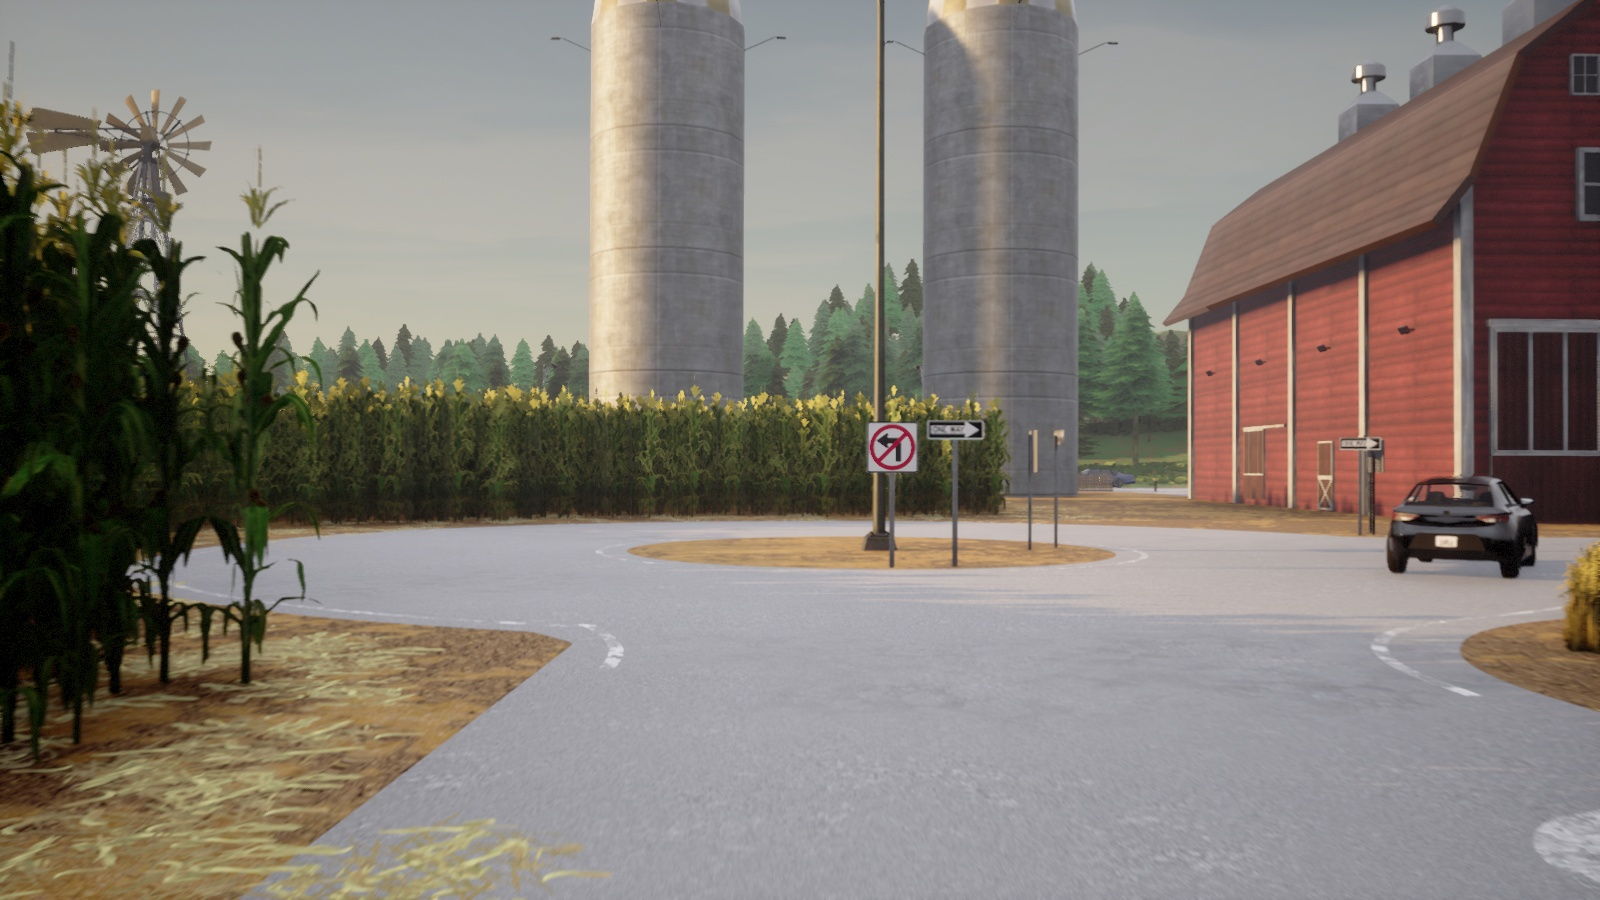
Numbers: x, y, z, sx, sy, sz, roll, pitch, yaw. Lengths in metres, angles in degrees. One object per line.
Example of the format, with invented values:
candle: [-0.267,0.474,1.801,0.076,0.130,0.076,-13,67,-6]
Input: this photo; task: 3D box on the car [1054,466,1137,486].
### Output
car: [20.855,1.818,88.666,5.357,1.411,2.033,0,-1,0]

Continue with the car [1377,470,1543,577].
car: [10.499,1.061,19.836,1.816,1.474,4.193,-1,-1,35]
